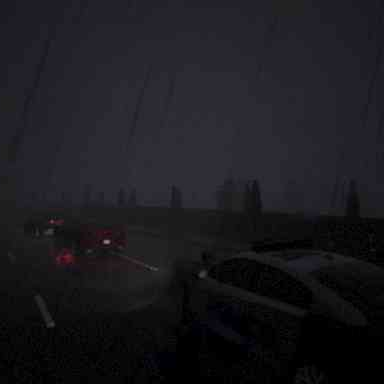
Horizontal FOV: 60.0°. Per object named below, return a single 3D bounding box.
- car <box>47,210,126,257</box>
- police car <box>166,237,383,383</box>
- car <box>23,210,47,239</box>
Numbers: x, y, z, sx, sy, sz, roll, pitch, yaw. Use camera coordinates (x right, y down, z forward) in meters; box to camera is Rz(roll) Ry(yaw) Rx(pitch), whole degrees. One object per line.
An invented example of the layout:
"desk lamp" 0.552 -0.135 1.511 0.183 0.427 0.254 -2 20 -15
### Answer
"car" -4.533 1.700 14.196 1.882 1.535 5.008 1 -1 -35
"police car" 1.245 1.510 4.986 1.930 1.638 5.238 1 -1 -29
"car" -8.471 1.805 19.481 1.837 1.490 4.892 1 -1 -38
